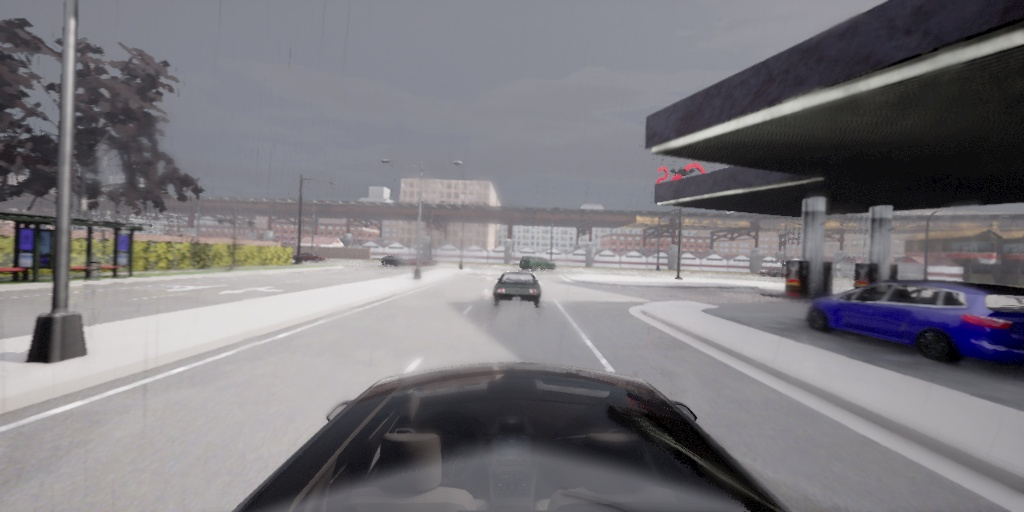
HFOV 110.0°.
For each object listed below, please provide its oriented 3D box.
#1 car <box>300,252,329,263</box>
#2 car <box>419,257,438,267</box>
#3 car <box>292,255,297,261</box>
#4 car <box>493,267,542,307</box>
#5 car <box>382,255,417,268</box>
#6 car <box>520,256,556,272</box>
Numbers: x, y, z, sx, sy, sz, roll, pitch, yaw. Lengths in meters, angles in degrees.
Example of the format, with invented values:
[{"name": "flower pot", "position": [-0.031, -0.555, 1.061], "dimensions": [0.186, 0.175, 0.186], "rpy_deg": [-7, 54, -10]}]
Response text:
[{"name": "car", "position": [-29.193, 0.197, 52.156], "dimensions": [4.674, 1.442, 1.812], "rpy_deg": [2, 0, 2]}, {"name": "car", "position": [-12.865, 0.836, 51.715], "dimensions": [4.181, 1.385, 1.994], "rpy_deg": [2, 0, 2]}, {"name": "car", "position": [-32.143, 0.067, 48.734], "dimensions": [4.892, 1.490, 1.837], "rpy_deg": [2, 0, 2]}, {"name": "car", "position": [0.246, 1.358, 15.757], "dimensions": [1.895, 1.301, 4.718], "rpy_deg": [2, 0, 1]}, {"name": "car", "position": [-15.015, 0.700, 46.753], "dimensions": [4.892, 1.490, 1.837], "rpy_deg": [2, -4, 37]}, {"name": "car", "position": [3.673, 1.096, 49.935], "dimensions": [5.566, 2.045, 2.150], "rpy_deg": [3, -4, -38]}]
